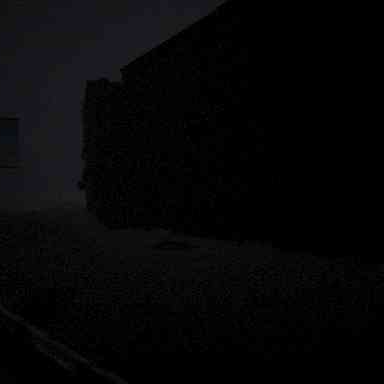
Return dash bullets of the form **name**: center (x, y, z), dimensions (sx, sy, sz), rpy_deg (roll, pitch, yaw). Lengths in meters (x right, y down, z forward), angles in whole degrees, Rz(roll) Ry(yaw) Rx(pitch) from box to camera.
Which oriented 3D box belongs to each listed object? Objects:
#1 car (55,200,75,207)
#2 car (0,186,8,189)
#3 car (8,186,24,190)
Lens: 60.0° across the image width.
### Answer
- **car**: center (-24.513, 2.279, 64.386), dimensions (1.994, 1.385, 4.181), rpy_deg (-5, -1, 17)
- **car**: center (-45.643, -0.931, 76.496), dimensions (2.163, 1.488, 4.792), rpy_deg (-4, -3, 13)
- **car**: center (-44.528, -0.712, 81.897), dimensions (2.002, 1.452, 4.674), rpy_deg (-4, -3, 11)
